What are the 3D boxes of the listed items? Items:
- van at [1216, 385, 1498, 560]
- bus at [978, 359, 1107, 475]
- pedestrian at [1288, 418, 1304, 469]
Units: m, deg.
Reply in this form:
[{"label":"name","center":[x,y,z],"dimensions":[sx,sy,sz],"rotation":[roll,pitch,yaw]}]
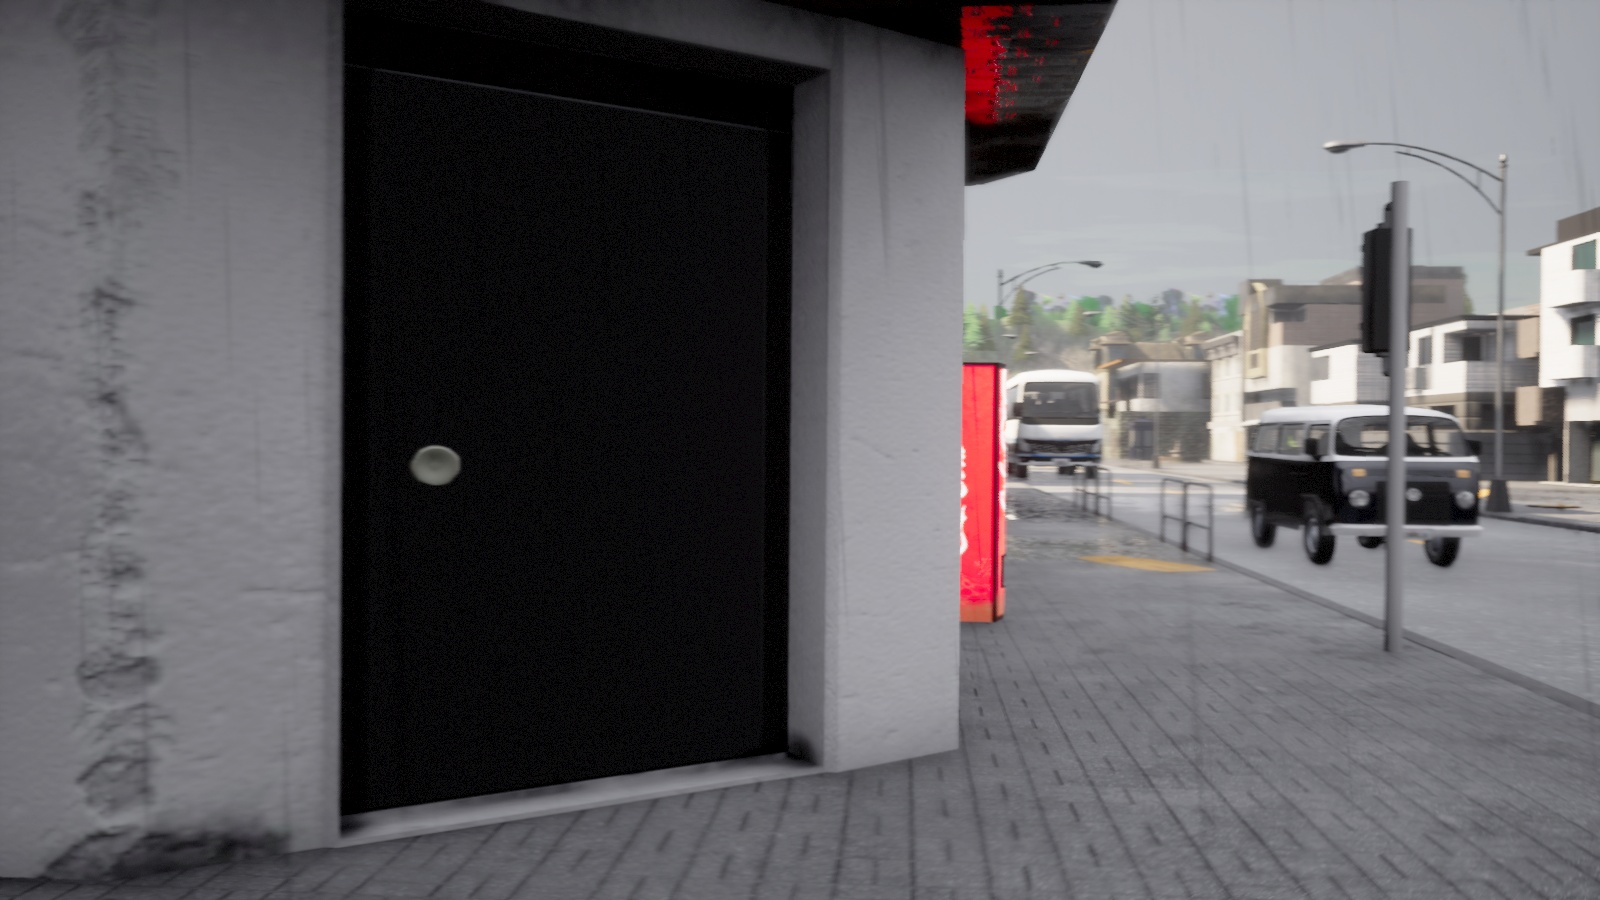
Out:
[{"label":"van","center":[7.265,0.245,16.962],"dimensions":[2.069,2.038,4.480],"rotation":[-1,1,4]},{"label":"bus","center":[9.717,-1.274,51.672],"dimensions":[3.944,4.253,10.273],"rotation":[-1,1,4]},{"label":"pedestrian","center":[18.949,-0.260,47.944],"dimensions":[0.396,1.930,0.692],"rotation":[-1,1,6]}]
